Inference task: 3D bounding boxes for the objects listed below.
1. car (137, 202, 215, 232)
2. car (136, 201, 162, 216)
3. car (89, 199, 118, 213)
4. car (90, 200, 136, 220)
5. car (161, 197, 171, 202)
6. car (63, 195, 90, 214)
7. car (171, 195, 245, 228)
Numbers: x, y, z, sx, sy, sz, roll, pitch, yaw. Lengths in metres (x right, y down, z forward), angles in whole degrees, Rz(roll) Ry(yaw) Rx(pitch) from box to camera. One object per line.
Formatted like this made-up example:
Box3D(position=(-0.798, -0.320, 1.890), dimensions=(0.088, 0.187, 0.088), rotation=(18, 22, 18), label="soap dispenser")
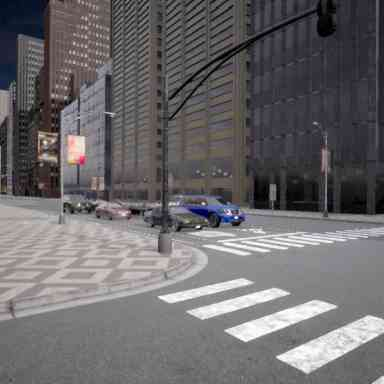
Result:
Box3D(position=(-1.182, 1.568, 20.780), dimensions=(2.033, 1.411, 5.357), rotation=(1, -1, -35), label="car")
Box3D(position=(-4.631, 1.686, 31.189), dimensions=(1.895, 1.301, 4.718), rotation=(1, -1, -36), label="car")
Box3D(position=(-10.591, 1.651, 39.541), dimensions=(1.812, 1.442, 4.674), rotation=(1, -1, -35), label="car")
Box3D(position=(-6.879, 1.584, 28.747), dimensions=(1.812, 1.442, 4.674), rotation=(1, -1, -36), label="car")
Box3D(position=(-1.607, 1.332, 32.893), dimensions=(2.150, 2.045, 5.566), rotation=(1, 0, -36), label="car")
Box3D(position=(-13.103, 1.322, 37.471), dimensions=(2.150, 2.045, 5.566), rotation=(1, -1, -36), label="car")
Box3D(position=(1.145, 1.267, 23.103), dimensions=(2.150, 2.045, 5.566), rotation=(1, -1, -36), label="car")
